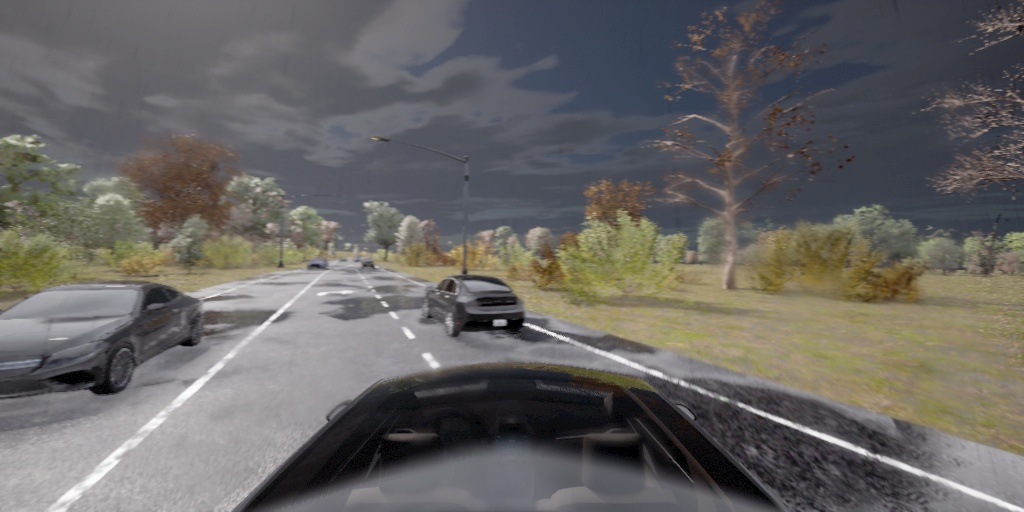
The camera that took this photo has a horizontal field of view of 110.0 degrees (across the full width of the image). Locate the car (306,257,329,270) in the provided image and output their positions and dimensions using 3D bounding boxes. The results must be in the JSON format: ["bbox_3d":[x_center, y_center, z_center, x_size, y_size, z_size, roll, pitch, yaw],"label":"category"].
[{"bbox_3d":[-25.330,0.911,46.891,2.097,1.767,4.553,1,0,-20],"label":"car"}]

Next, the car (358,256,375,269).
[{"bbox_3d":[-22.310,1.179,55.420,1.837,1.490,4.892,1,0,-25],"label":"car"}]

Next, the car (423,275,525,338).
[{"bbox_3d":[-1.297,1.303,10.513,1.837,1.490,4.892,1,0,-25],"label":"car"}]

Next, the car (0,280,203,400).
[{"bbox_3d":[-6.941,1.171,6.069,1.812,1.442,4.674,1,0,-25],"label":"car"}]
